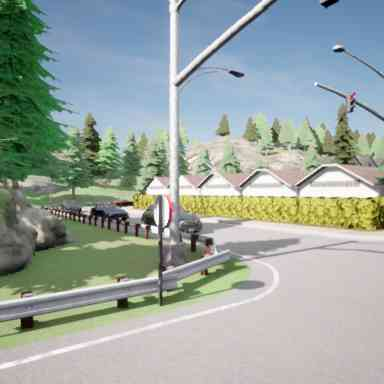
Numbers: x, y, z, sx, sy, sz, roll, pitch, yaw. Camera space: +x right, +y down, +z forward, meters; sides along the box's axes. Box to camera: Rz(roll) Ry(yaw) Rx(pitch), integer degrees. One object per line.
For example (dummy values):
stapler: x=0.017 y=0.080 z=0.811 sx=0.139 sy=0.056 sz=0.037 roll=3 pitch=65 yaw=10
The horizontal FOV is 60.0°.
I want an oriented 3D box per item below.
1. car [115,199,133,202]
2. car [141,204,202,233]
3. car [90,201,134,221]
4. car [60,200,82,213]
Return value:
car: x=-11.033 y=1.775 z=53.282 sx=1.895 sy=1.301 sz=4.718 roll=0 pitch=0 yaw=33
car: x=-1.334 y=1.543 z=20.459 sx=2.097 sy=1.767 sz=4.553 roll=0 pitch=0 yaw=-35
car: x=-7.294 y=1.738 z=28.937 sx=2.033 sy=1.411 sz=5.357 roll=0 pitch=0 yaw=-35
car: x=-14.371 y=1.692 z=39.415 sx=1.837 sy=1.490 sz=4.892 roll=0 pitch=0 yaw=-30
